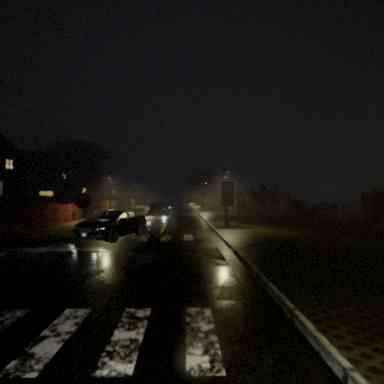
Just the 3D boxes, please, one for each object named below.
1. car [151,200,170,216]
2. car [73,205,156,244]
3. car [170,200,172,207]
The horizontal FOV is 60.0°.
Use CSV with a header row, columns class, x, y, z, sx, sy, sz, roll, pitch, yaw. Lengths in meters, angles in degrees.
class,x,y,z,sx,sy,sz,roll,pitch,yaw
car,-3.881,1.831,37.997,1.882,1.535,5.008,0,0,-2
car,-4.015,1.655,17.062,2.128,1.511,4.902,0,-1,18
car,-4.852,2.172,64.692,2.033,1.411,5.357,0,-1,-2
